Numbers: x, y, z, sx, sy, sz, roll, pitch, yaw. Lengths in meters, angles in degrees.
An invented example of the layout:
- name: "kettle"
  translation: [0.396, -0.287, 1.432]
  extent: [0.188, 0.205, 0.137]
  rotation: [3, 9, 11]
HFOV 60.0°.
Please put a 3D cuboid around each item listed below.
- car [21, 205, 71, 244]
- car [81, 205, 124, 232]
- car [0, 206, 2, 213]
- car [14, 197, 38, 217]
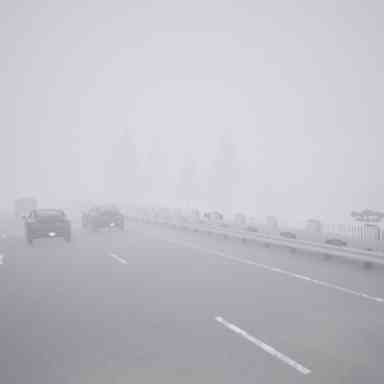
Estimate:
- name: "car"
  translation: [-7.231, 1.576, 16.522]
  extent: [1.837, 1.490, 4.892]
  rotation: [0, -1, -29]
- name: "car"
  translation: [-5.713, 1.608, 21.037]
  extent: [1.837, 1.490, 4.892]
  rotation: [0, -1, -29]
- name: "car"
  translation: [-23.260, 1.959, 38.497]
  extent: [1.837, 1.490, 4.892]
  rotation: [0, -1, -29]
- name: "car"
  translation: [-18.536, 1.624, 37.154]
  extent: [2.150, 2.045, 5.566]
  rotation: [0, -1, -29]
